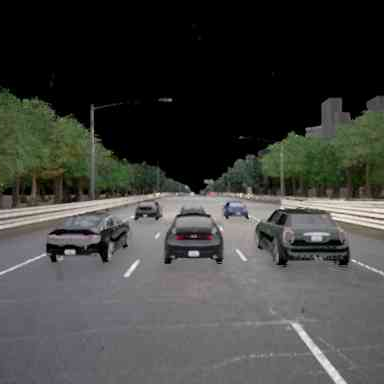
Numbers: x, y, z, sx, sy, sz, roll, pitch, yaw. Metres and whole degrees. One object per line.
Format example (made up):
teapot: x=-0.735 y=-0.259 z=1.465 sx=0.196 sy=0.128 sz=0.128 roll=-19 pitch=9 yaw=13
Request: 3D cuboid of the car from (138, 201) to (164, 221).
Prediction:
car: x=-3.435 y=1.458 z=26.971 sx=1.837 sy=1.490 sz=4.892 roll=0 pitch=1 yaw=0

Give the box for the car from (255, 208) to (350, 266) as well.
car: x=3.565 y=1.341 z=11.596 sx=2.097 sy=1.767 sz=4.553 roll=0 pitch=0 yaw=0

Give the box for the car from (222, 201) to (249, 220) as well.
car: x=3.570 y=1.472 z=27.864 sx=1.812 sy=1.442 sz=4.674 roll=0 pitch=0 yaw=0

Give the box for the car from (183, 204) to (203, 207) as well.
car: x=0.057 y=1.560 z=25.418 sx=1.895 sy=1.301 sz=4.718 roll=0 pitch=0 yaw=1

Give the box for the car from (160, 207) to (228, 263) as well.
car: x=0.068 y=1.496 z=11.906 sx=1.837 sy=1.490 sz=4.892 roll=0 pitch=0 yaw=0

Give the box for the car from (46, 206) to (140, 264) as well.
car: x=-3.434 y=1.482 z=11.831 sx=2.128 sy=1.511 sz=4.902 roll=0 pitch=0 yaw=0
